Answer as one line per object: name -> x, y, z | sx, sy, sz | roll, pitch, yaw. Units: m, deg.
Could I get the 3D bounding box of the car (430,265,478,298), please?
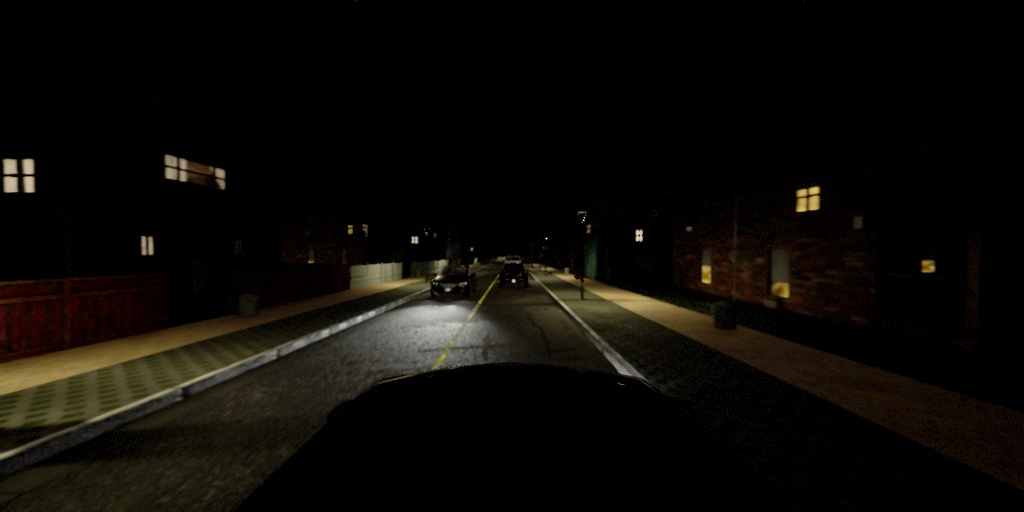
car -> -2.845, 1.231, 18.381 | 2.128, 1.511, 4.902 | 0, 0, 0

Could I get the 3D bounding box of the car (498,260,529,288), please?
car -> 0.105, 1.240, 23.961 | 1.837, 1.490, 4.892 | 0, 0, 0

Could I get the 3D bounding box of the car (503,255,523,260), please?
car -> 0.109, 0.947, 42.599 | 2.150, 2.045, 5.566 | 0, 0, 0
